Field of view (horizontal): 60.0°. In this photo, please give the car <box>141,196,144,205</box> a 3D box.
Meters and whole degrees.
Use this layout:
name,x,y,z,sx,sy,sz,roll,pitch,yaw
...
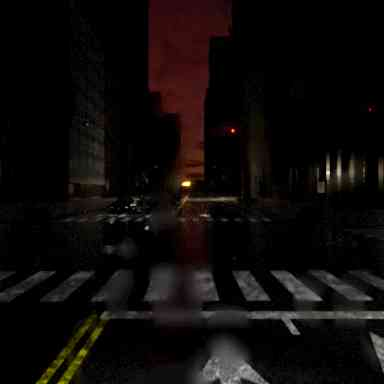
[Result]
name,x,y,z,sx,sy,sz,roll,pitch,yaw
car,-6.562,1.297,48.093,1.895,1.301,4.718,0,0,0

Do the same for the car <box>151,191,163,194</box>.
name,x,y,z,sx,sy,sz,roll,pitch,yaw
car,-6.493,0.837,63.661,2.150,2.045,5.566,0,0,0

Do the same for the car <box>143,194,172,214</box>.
name,x,y,z,sx,sy,sz,roll,pitch,yaw
car,-3.330,1.268,33.163,1.882,1.535,5.008,0,1,0

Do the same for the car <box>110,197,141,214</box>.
name,x,y,z,sx,sy,sz,roll,pitch,yaw
car,-6.593,1.298,32.421,1.837,1.490,4.892,0,1,0

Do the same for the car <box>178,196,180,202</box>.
name,x,y,z,sx,sy,sz,roll,pitch,yaw
car,-3.260,1.177,62.059,1.994,1.385,4.181,0,0,1

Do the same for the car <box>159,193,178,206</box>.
name,x,y,z,sx,sy,sz,roll,pitch,yaw
car,-3.316,1.232,46.678,1.812,1.442,4.674,0,1,0
